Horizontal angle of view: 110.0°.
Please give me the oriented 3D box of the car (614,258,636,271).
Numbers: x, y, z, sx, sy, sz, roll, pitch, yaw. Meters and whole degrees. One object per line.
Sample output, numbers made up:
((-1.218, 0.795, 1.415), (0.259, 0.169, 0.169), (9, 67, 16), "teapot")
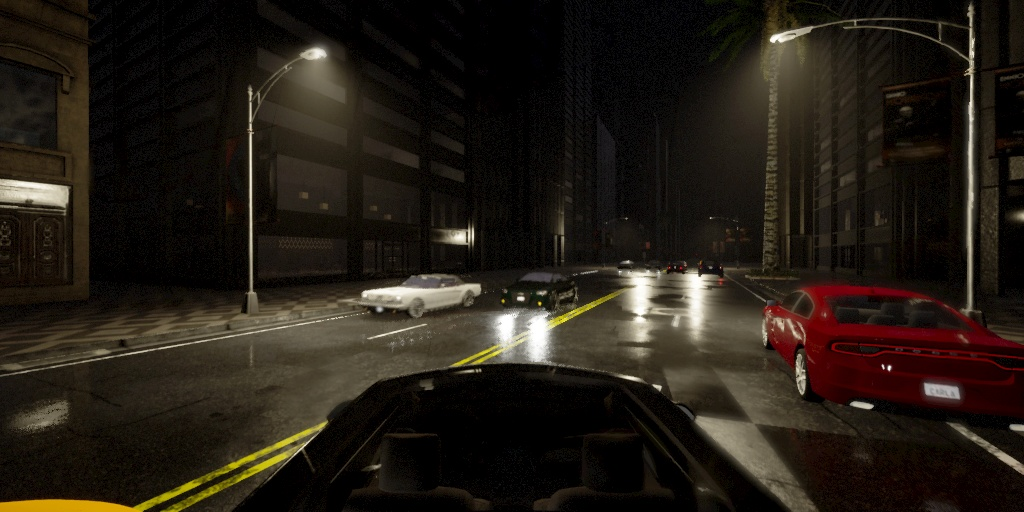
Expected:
((16.278, 1.324, 50.761), (2.033, 1.411, 5.357), (0, 0, 27), "car")

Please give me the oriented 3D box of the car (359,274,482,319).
((-3.107, 1.351, 13.109), (1.895, 1.301, 4.718), (0, 0, 27), "car")

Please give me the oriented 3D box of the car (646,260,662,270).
((20.694, 1.307, 52.223), (1.812, 1.442, 4.674), (0, 0, 27), "car")

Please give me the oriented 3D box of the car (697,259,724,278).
((19.295, 1.118, 34.925), (2.097, 1.767, 4.553), (0, 0, 27), "car")

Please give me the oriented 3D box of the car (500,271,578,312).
((1.214, 1.315, 14.404), (1.994, 1.385, 4.181), (0, 0, 27), "car")

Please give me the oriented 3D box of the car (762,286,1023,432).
((5.514, 1.228, 5.852), (1.882, 1.535, 5.008), (0, 0, 27), "car")

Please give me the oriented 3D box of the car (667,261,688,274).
((18.656, 1.317, 40.748), (2.033, 1.411, 5.357), (0, 0, 27), "car")
